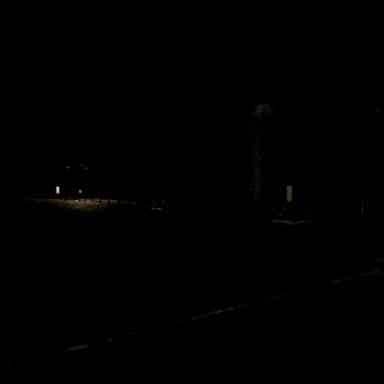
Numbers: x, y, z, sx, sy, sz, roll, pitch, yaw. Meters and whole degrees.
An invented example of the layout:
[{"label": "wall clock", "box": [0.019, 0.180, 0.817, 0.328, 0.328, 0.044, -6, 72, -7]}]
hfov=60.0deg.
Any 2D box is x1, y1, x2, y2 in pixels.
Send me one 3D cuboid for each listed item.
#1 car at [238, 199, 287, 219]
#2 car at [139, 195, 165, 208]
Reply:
[{"label": "car", "box": [6.367, 1.460, 30.168, 2.097, 1.767, 4.553, 0, 0, -36]}, {"label": "car", "box": [-5.625, 1.265, 46.802, 2.097, 1.767, 4.553, 0, 0, -36]}]
